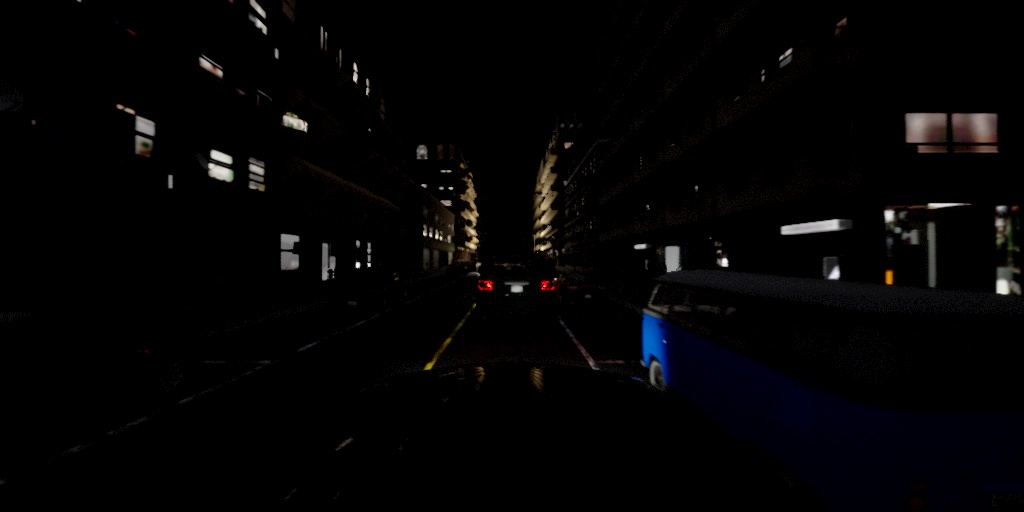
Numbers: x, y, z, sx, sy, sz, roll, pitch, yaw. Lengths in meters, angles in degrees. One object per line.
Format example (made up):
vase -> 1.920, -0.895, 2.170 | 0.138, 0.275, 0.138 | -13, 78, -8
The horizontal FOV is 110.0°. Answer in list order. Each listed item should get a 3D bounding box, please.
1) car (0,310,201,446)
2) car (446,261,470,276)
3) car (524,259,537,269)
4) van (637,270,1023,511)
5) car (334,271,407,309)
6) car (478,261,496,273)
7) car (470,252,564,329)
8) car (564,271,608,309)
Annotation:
car -> -5.690, 1.315, 3.815 | 1.948, 1.339, 4.313 | 0, 0, 0
car -> -5.696, 1.288, 37.241 | 1.888, 1.381, 4.507 | 0, 0, 0
car -> 2.990, 1.246, 57.681 | 1.837, 1.490, 4.892 | 0, 0, 0
van -> 2.690, 1.090, 3.777 | 1.690, 1.789, 3.998 | 0, 0, 0
car -> -5.692, 1.313, 14.956 | 1.948, 1.339, 4.313 | 0, 0, 0
car -> -3.094, 1.306, 45.271 | 1.994, 1.385, 4.181 | 0, 0, 0
car -> 0.088, 0.959, 11.418 | 2.150, 2.045, 5.566 | 0, -1, -1
car -> 2.689, 1.292, 14.918 | 1.888, 1.381, 4.507 | 0, 0, 0
